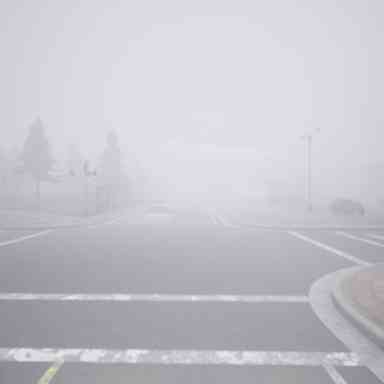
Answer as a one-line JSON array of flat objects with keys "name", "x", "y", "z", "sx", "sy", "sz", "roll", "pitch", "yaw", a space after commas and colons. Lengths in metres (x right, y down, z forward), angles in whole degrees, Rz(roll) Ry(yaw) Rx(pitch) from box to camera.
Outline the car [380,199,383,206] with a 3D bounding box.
[{"name": "car", "x": 29.088, "y": 1.278, "z": 48.457, "sx": 1.845, "sy": 1.501, "sz": 3.633, "roll": 0, "pitch": 0, "yaw": 0}]

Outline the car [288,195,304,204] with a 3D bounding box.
[{"name": "car", "x": 17.315, "y": 1.283, "z": 56.242, "sx": 2.152, "sy": 1.636, "sz": 5.027, "roll": 0, "pitch": 0, "yaw": 0}]

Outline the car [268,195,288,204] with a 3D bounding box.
[{"name": "car", "x": 14.178, "y": 1.292, "z": 56.219, "sx": 2.007, "sy": 1.523, "sz": 4.514, "roll": 0, "pitch": 0, "yaw": 0}]

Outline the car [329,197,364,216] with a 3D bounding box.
[{"name": "car", "x": 13.942, "y": 1.348, "z": 30.187, "sx": 1.845, "sy": 1.501, "sz": 3.633, "roll": 0, "pitch": 0, "yaw": 0}]

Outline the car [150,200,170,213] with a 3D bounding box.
[{"name": "car", "x": -3.517, "y": 1.568, "z": 37.214, "sx": 1.895, "sy": 1.301, "sz": 4.718, "roll": 0, "pitch": 0, "yaw": 0}]

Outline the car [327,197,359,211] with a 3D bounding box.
[{"name": "car", "x": 16.992, "y": 1.352, "z": 37.579, "sx": 1.970, "sy": 1.475, "sz": 3.806, "roll": 0, "pitch": 0, "yaw": 0}]
